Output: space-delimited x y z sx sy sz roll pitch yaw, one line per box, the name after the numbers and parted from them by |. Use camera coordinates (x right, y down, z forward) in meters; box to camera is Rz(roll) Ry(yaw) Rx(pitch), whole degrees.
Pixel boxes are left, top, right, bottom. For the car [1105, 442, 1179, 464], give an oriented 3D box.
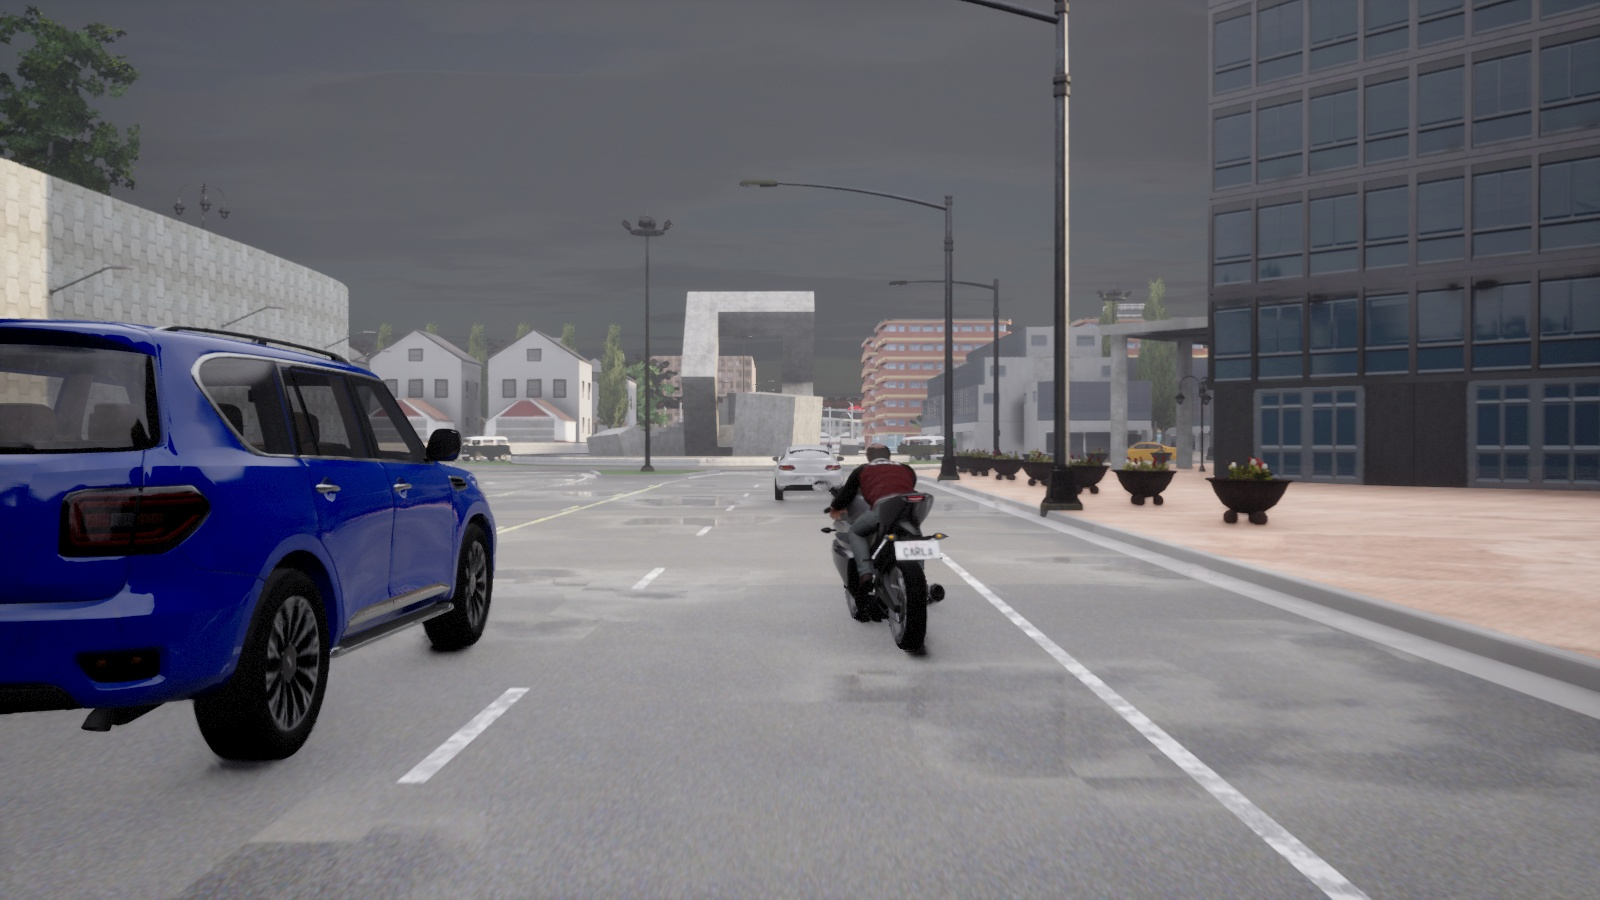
24.415 0.233 89.777 5.008 1.535 1.882 0 0 13 | car

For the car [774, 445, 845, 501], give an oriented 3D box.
0.227 0.577 34.379 1.812 1.442 4.674 0 0 -1 | car

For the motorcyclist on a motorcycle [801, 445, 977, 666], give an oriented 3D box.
0.629 0.726 9.871 0.866 1.530 2.191 0 0 -10 | motorcyclist on a motorcycle

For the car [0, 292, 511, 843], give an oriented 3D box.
-3.440 0.420 7.442 2.150 2.045 5.566 0 0 0 | car
